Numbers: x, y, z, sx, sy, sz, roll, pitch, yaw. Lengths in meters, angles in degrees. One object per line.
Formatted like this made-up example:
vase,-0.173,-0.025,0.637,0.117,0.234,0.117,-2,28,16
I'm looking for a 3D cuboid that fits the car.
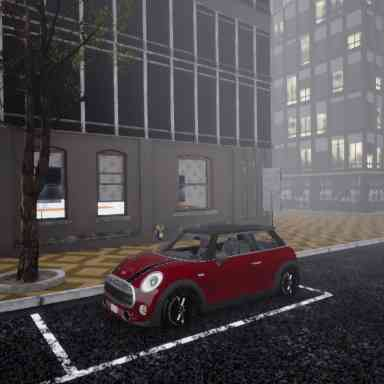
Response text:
car,0.295,1.439,6.800,4.097,1.590,1.967,0,-1,-36
